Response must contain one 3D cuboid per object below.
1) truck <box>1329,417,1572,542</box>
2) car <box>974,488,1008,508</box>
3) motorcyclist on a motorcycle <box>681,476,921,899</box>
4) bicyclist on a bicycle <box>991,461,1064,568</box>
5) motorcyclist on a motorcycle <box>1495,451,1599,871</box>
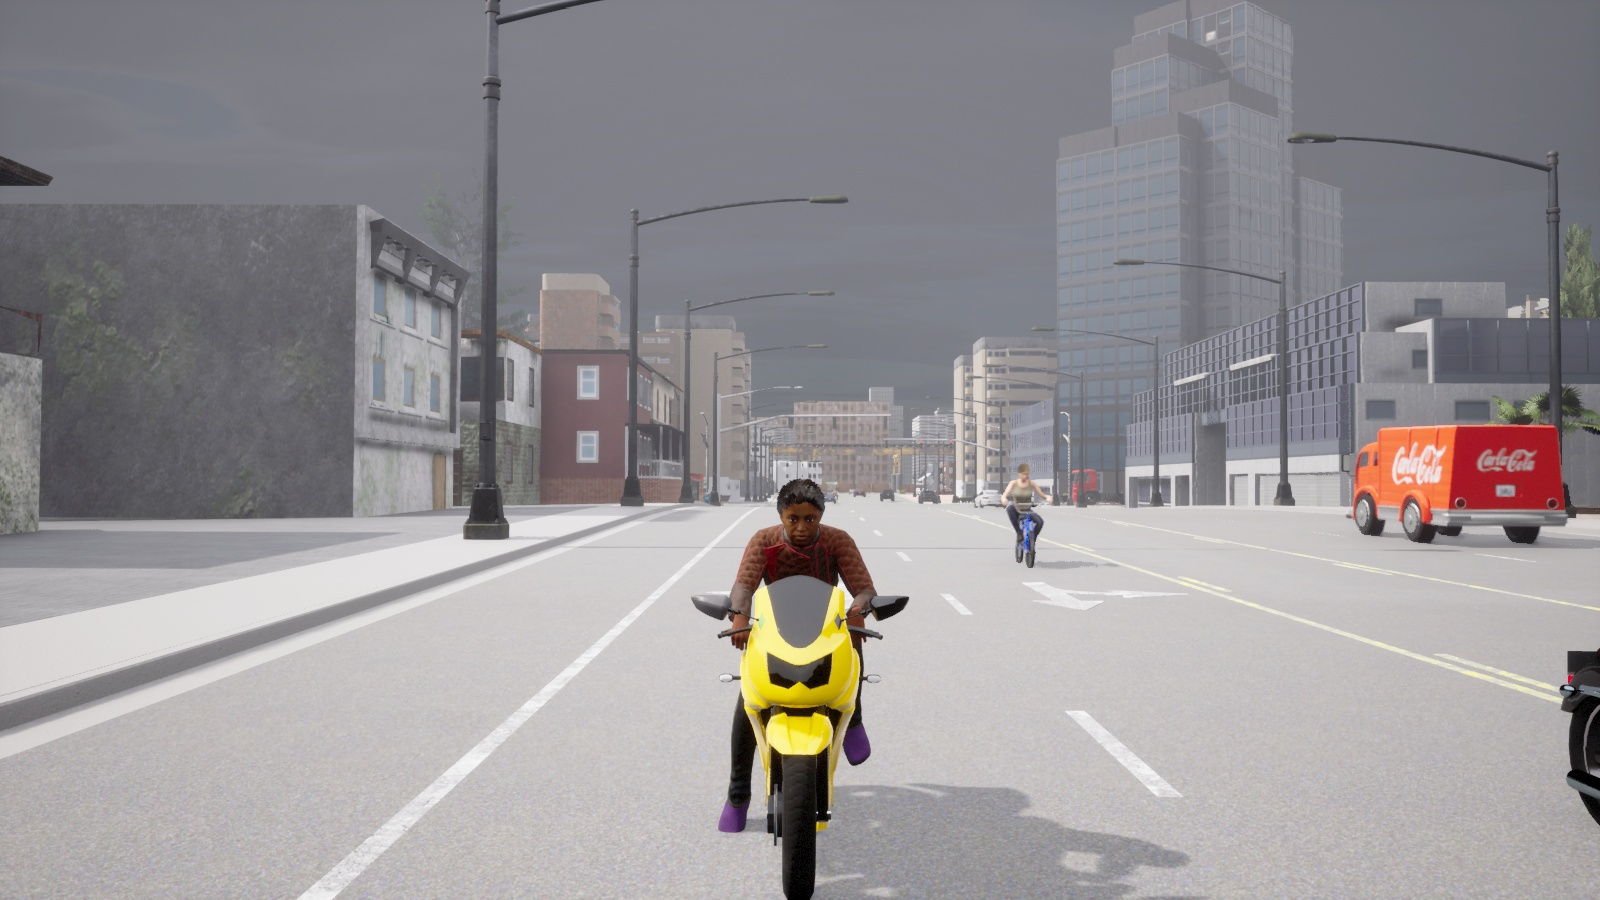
[{"bbox_3d":[14.051,0.616,27.600,2.627,2.467,5.204,0,-1,0],"label":"truck"},{"bbox_3d":[14.162,3.577,93.469,1.812,1.442,4.674,0,-2,0],"label":"car"},{"bbox_3d":[0.010,0.876,5.219,0.797,1.523,2.044,0,-1,0],"label":"motorcyclist on a motorcycle"},{"bbox_3d":[3.550,0.988,19.714,0.866,1.612,1.509,0,-1,0],"label":"bicyclist on a bicycle"},{"bbox_3d":[3.517,0.821,4.476,0.766,1.649,2.350,0,-1,0],"label":"motorcyclist on a motorcycle"}]
